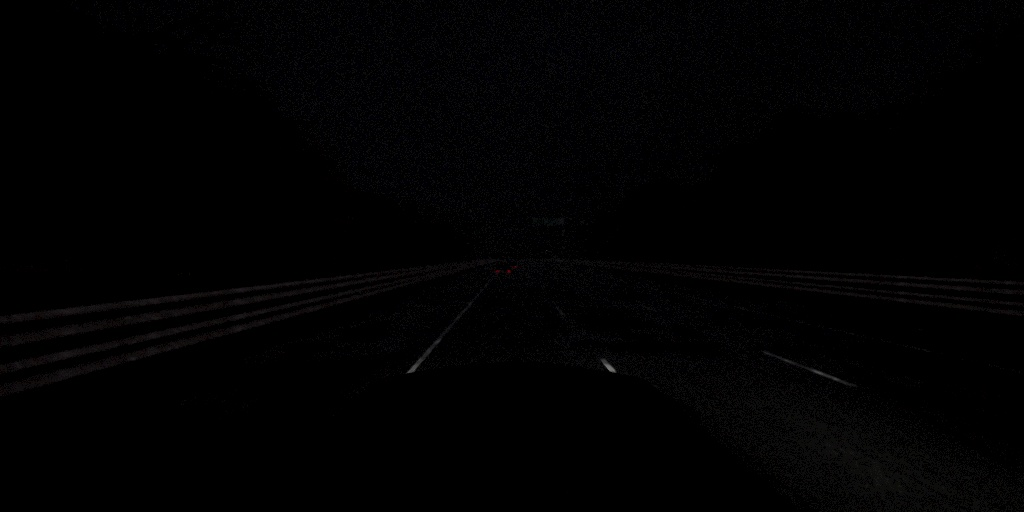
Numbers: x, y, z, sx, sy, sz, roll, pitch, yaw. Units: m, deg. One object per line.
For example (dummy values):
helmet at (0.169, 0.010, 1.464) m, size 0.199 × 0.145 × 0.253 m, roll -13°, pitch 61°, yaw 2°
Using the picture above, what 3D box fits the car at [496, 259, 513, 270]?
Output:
car at (-1.225, 1.160, 53.611) m, size 2.097 × 1.767 × 4.553 m, roll 0°, pitch 0°, yaw 0°
